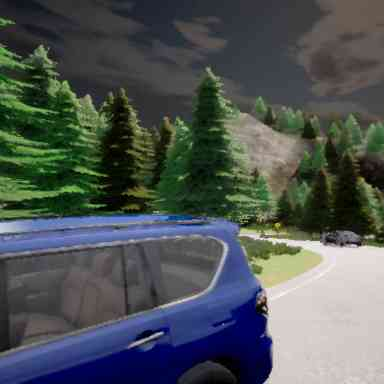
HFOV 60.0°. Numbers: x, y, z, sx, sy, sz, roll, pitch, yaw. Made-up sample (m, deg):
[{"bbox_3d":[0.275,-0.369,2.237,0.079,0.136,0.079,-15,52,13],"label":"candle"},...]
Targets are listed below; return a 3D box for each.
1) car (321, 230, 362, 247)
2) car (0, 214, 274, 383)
[{"bbox_3d":[13.175,4.094,29.583,1.994,1.385,4.181,1,-6,-5],"label":"car"},{"bbox_3d":[-1.753,1.263,2.468,5.566,2.045,2.150,0,0,-38],"label":"car"}]
